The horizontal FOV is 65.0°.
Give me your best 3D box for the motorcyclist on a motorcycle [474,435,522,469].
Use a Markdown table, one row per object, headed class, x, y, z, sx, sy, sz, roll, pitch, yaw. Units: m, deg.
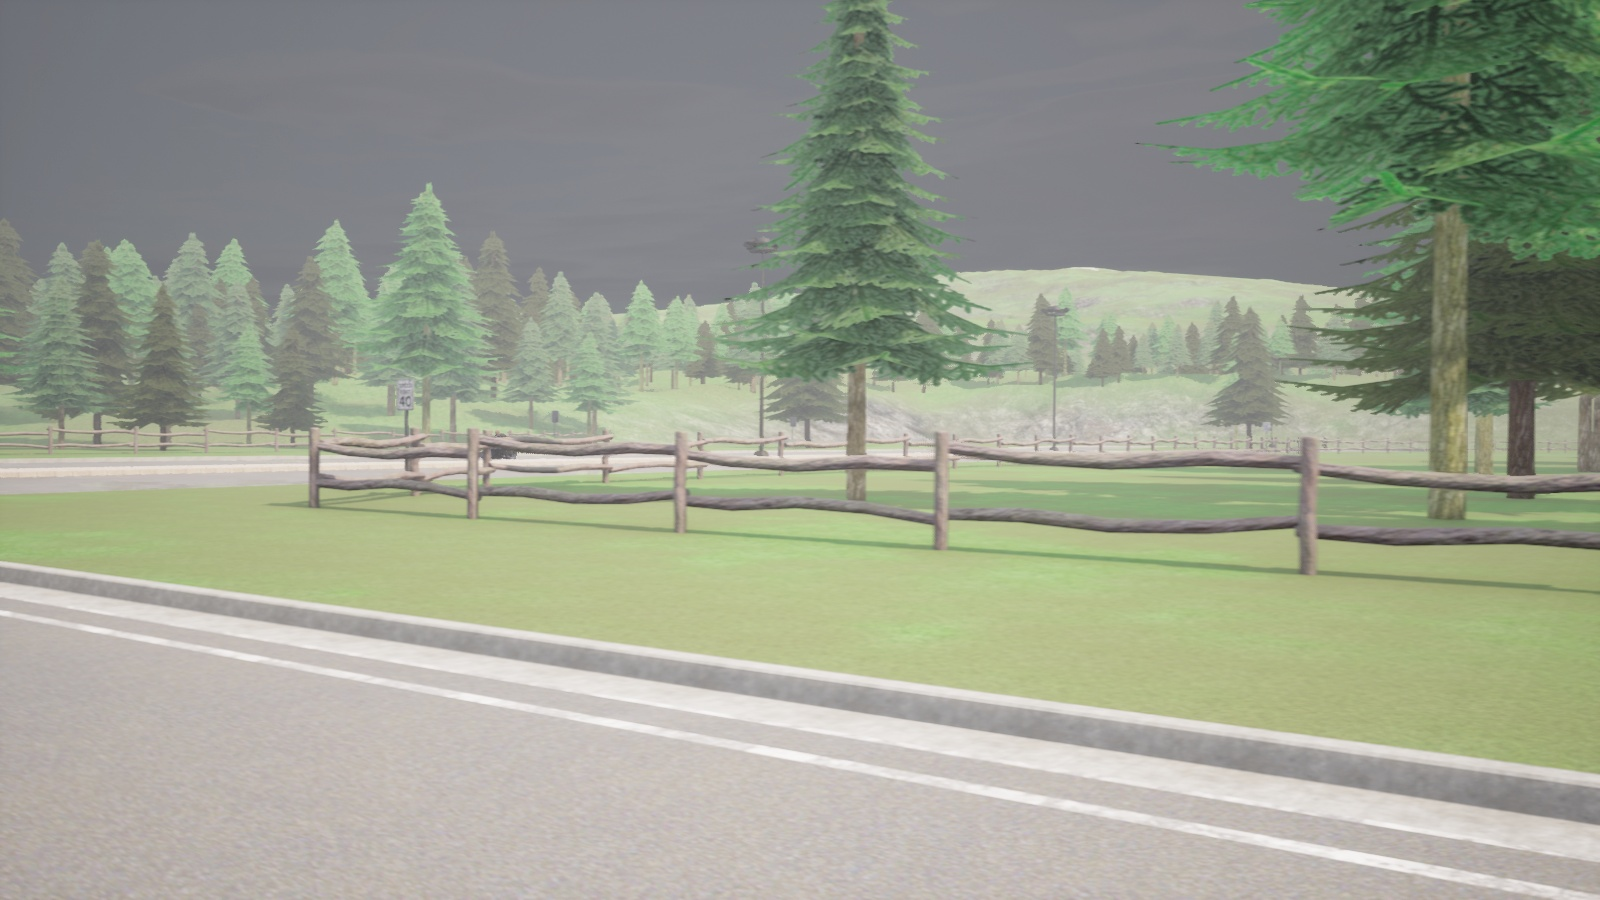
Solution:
| class | x | y | z | sx | sy | sz | roll | pitch | yaw |
| --- | --- | --- | --- | --- | --- | --- | --- | --- | --- |
| motorcyclist on a motorcycle | -14.133 | 0.092 | 58.791 | 0.866 | 1.530 | 2.191 | 0 | 1 | 33 |
